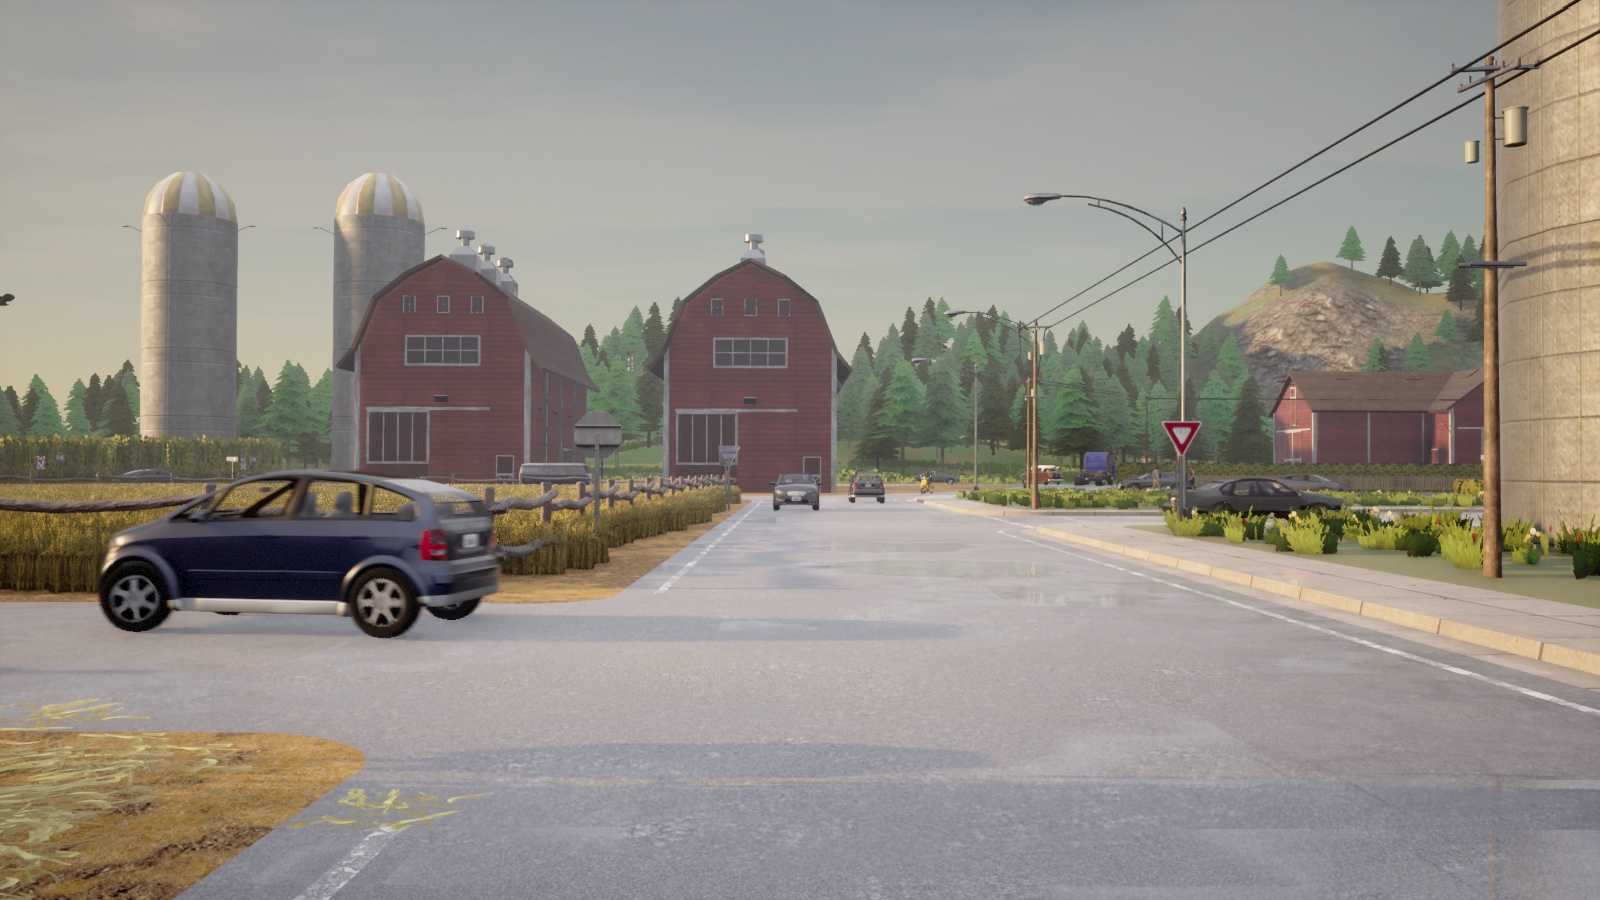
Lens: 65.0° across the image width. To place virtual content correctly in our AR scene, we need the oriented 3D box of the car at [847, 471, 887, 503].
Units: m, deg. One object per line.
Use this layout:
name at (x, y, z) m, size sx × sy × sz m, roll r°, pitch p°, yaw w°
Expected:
car at (3.324, 1.831, 62.750) m, size 1.789 × 1.549 × 3.705 m, roll 0°, pitch -1°, yaw 0°

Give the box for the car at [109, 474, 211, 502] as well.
car at (-36.584, 2.169, 71.840) m, size 4.892 × 1.490 × 1.837 m, roll 1°, pitch -2°, yaw -42°

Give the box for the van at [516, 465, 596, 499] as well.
van at (-14.410, 1.869, 74.265) m, size 4.442 × 1.987 × 1.775 m, roll 0°, pitch -1°, yaw -3°

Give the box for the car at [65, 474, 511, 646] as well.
car at (-4.980, 1.022, 12.485) m, size 3.705 × 1.549 × 1.789 m, roll 0°, pitch -1°, yaw 8°

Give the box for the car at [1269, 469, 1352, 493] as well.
car at (32.564, 1.974, 80.185) m, size 4.514 × 1.525 × 2.007 m, roll -1°, pitch -1°, yaw 39°

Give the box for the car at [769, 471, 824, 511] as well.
car at (-0.136, 1.623, 50.793) m, size 2.128 × 1.511 × 4.902 m, roll 0°, pitch -1°, yaw 0°

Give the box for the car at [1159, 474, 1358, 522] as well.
car at (13.987, 1.451, 38.495) m, size 5.357 × 1.411 × 2.033 m, roll 0°, pitch -1°, yaw -2°

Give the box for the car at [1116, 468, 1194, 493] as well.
car at (24.240, 2.085, 85.906) m, size 4.856 × 1.649 × 2.033 m, roll 0°, pitch -1°, yaw 4°
